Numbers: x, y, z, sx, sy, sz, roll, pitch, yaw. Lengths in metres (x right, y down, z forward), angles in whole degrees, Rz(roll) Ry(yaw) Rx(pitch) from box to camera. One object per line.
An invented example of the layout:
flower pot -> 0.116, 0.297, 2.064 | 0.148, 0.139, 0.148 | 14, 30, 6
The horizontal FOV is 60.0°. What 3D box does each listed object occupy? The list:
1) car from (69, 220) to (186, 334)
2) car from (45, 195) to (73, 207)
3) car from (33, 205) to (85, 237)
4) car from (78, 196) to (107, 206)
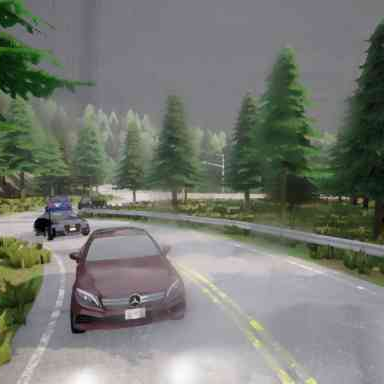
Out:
car -> -1.519, 1.523, 7.078 | 1.812, 1.442, 4.674 | -2, 0, -17
car -> -12.850, 1.326, 32.231 | 2.150, 2.045, 5.566 | -1, 0, -18
car -> -7.050, 1.664, 17.789 | 1.994, 1.385, 4.181 | -4, 2, -38
car -> -12.702, 1.289, 42.820 | 2.097, 1.767, 4.553 | 2, 2, 13
